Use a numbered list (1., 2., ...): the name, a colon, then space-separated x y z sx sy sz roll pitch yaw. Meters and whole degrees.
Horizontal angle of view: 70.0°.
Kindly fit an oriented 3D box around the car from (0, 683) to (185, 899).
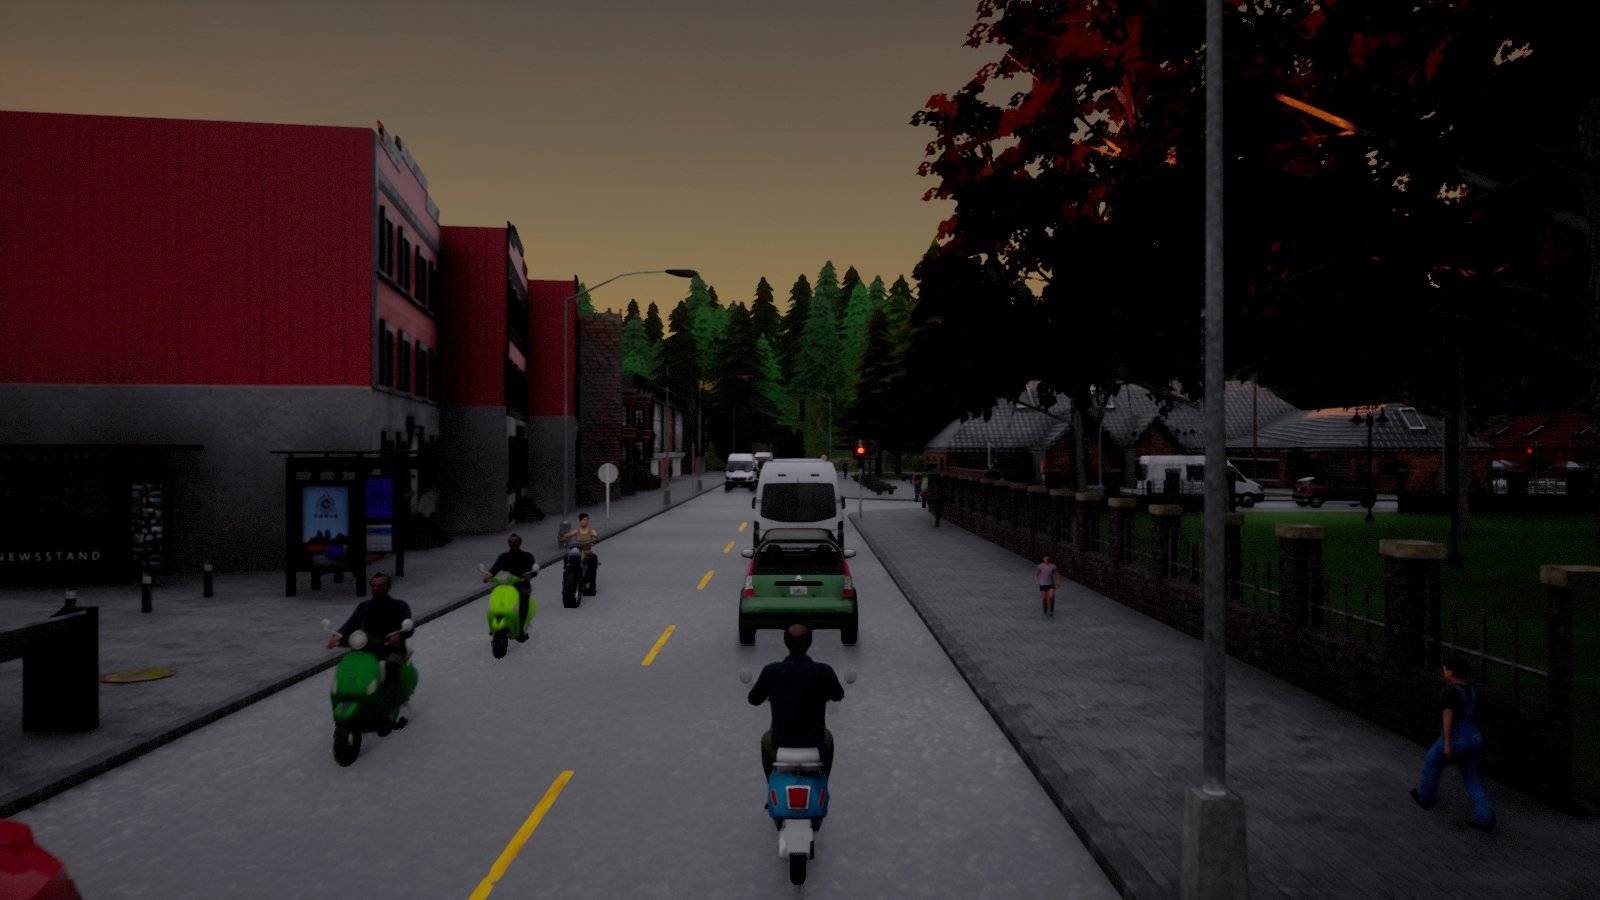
1. car: -4.013 1.841 2.944 2.231 1.480 4.892 0 0 0

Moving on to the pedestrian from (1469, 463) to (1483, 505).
1. pedestrian: 30.453 1.523 51.489 0.375 1.860 0.375 0 0 -6

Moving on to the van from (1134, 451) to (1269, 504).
1. van: 19.582 1.312 55.859 5.915 2.561 1.988 0 0 1

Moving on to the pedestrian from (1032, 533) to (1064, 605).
1. pedestrian: 3.986 1.904 18.359 0.500 1.100 0.500 0 0 13

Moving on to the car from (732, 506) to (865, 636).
1. car: -0.025 1.779 17.851 1.851 1.617 3.988 0 0 0

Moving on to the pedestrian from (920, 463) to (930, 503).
1. pedestrian: 5.805 1.524 53.039 0.375 1.860 0.375 0 0 15

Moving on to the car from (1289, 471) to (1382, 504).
1. car: 26.119 1.804 55.796 3.705 1.549 1.789 0 0 0

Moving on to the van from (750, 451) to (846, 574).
1. van: -0.047 1.313 26.792 1.988 2.561 5.915 0 0 0

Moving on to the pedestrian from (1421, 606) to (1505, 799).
1. pedestrian: 4.785 1.805 8.258 0.375 1.300 0.375 0 0 -9

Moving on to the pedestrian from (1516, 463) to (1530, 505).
1. pedestrian: 32.088 1.523 50.717 0.375 1.860 0.375 0 0 -1

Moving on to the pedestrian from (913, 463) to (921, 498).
1. pedestrian: 6.212 1.626 60.626 0.375 1.860 0.375 0 0 17

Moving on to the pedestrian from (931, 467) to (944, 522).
1. pedestrian: 4.729 1.524 39.278 0.375 1.860 0.375 0 0 -3
